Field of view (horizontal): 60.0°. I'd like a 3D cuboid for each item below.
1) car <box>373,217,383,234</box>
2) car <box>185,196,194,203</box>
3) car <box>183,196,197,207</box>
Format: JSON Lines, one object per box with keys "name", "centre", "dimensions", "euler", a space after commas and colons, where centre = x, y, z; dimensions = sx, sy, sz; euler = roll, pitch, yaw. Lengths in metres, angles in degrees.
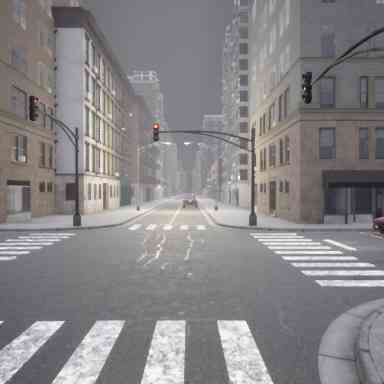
{"name": "car", "centre": [11.650, 1.534, 16.965], "dimensions": [4.507, 1.381, 1.887], "euler": [0, 0, 0]}
{"name": "car", "centre": [-0.434, 1.565, 69.737], "dimensions": [1.812, 1.442, 4.674], "euler": [0, 0, 0]}
{"name": "car", "centre": [-0.279, 1.376, 51.183], "dimensions": [2.097, 1.767, 4.553], "euler": [0, 0, 0]}
